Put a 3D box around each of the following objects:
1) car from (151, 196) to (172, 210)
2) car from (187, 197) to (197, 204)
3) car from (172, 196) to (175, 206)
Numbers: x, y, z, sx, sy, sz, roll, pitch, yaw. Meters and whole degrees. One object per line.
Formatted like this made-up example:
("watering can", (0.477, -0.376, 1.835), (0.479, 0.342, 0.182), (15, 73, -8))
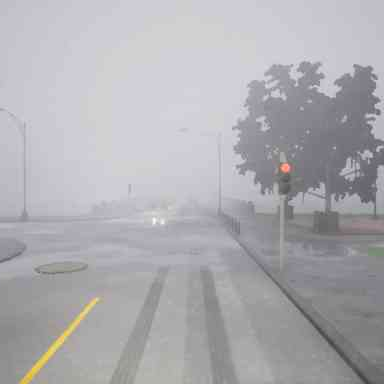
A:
("car", (-4.074, 1.491, 42.246), (2.128, 1.511, 4.902), (0, 0, 0))
("car", (0.038, 1.547, 61.682), (2.033, 1.411, 5.357), (0, 0, 0))
("car", (-4.062, 1.477, 51.794), (1.882, 1.535, 5.008), (0, 0, 0))
